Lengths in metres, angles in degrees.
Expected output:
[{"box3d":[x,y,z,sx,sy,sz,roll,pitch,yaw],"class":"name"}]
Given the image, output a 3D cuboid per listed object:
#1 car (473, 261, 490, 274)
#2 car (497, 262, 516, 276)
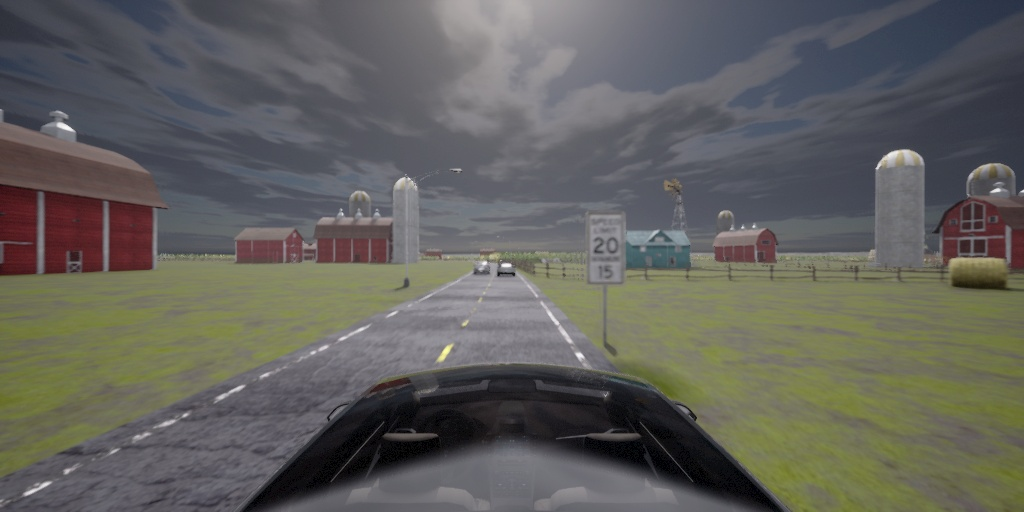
[{"box3d":[-3.524,1.361,42.465,2.128,1.511,4.902,0,0,-2],"class":"car"},{"box3d":[-0.611,1.415,38.205,1.994,1.385,4.181,0,0,-2],"class":"car"}]
